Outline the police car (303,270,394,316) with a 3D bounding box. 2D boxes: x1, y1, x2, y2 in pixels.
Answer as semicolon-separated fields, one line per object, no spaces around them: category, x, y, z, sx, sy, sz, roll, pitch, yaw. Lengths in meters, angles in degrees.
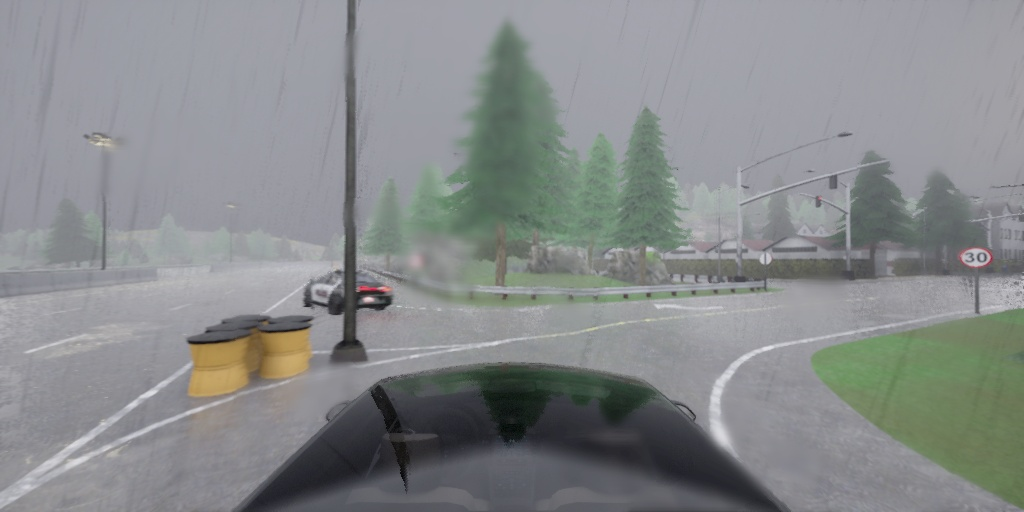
police car;-6.727;1.354;14.340;4.974;1.542;2.038;1;-2;45
